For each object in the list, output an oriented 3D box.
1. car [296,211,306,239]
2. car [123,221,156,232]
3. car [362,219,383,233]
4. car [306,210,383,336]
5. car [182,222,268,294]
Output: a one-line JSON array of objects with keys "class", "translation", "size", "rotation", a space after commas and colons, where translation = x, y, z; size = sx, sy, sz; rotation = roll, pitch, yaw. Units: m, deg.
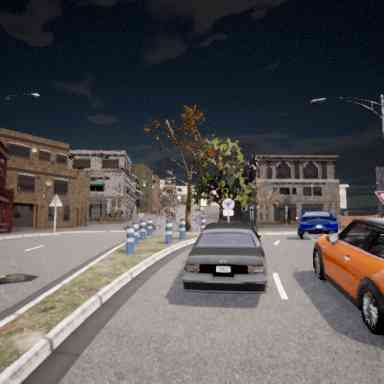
[{"class": "car", "translation": [6.913, 1.786, 18.576], "size": [1.882, 1.535, 5.008], "rotation": [-2, -6, 17]}, {"class": "car", "translation": [-6.573, 4.318, 41.657], "size": [1.994, 1.385, 4.181], "rotation": [-6, -8, 41]}, {"class": "car", "translation": [22.200, 3.920, 37.701], "size": [4.902, 1.511, 2.128], "rotation": [2, -6, -8]}, {"class": "car", "translation": [3.959, 1.293, 6.657], "size": [2.097, 1.767, 4.553], "rotation": [-1, 1, 6]}, {"class": "car", "translation": [0.993, 1.516, 8.890], "size": [2.033, 1.411, 5.357], "rotation": [-1, 0, 9]}]
